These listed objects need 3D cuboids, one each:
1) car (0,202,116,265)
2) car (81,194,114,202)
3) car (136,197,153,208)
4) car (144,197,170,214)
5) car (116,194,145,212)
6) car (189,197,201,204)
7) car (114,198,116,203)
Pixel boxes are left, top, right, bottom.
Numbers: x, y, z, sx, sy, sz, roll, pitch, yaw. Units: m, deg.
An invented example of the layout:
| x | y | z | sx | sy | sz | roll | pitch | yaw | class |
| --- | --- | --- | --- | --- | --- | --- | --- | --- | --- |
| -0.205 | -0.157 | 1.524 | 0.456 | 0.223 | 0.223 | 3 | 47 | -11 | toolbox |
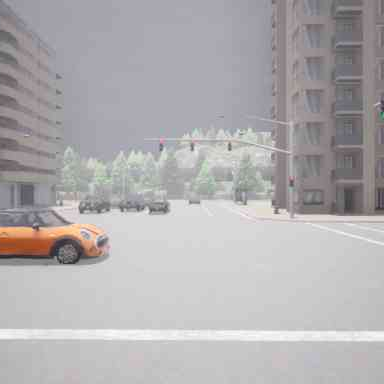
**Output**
| x | y | z | sx | sy | sz | roll | pitch | yaw | class |
| --- | --- | --- | --- | --- | --- | --- | --- | --- | --- |
| -5.165 | 1.352 | 11.143 | 4.553 | 1.767 | 2.097 | 0 | 0 | 1 | car |
| -10.508 | 1.221 | 36.239 | 2.150 | 2.045 | 5.566 | 0 | 0 | 0 | car |
| -6.962 | 1.526 | 48.971 | 1.812 | 1.442 | 4.674 | 0 | 0 | 0 | car |
| -3.459 | 1.491 | 36.044 | 2.128 | 1.511 | 4.902 | 0 | 0 | 2 | car |
| -6.999 | 1.221 | 39.442 | 2.150 | 2.045 | 5.566 | 0 | 0 | 0 | car |
| 0.490 | 1.564 | 61.520 | 1.994 | 1.385 | 4.181 | 0 | 0 | 5 | car |
| -10.478 | 1.526 | 45.842 | 1.812 | 1.442 | 4.674 | 0 | 0 | 0 | car |
